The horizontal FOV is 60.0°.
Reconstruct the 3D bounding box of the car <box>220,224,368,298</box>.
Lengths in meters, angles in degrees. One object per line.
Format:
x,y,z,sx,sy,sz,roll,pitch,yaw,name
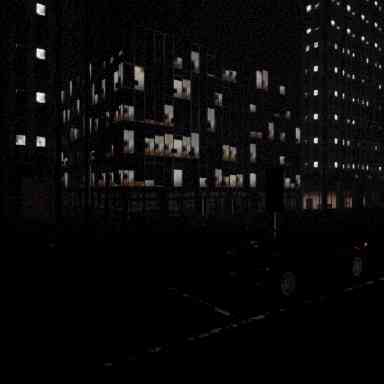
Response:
2.728,1.545,8.507,4.507,1.381,1.887,0,0,-36,car
